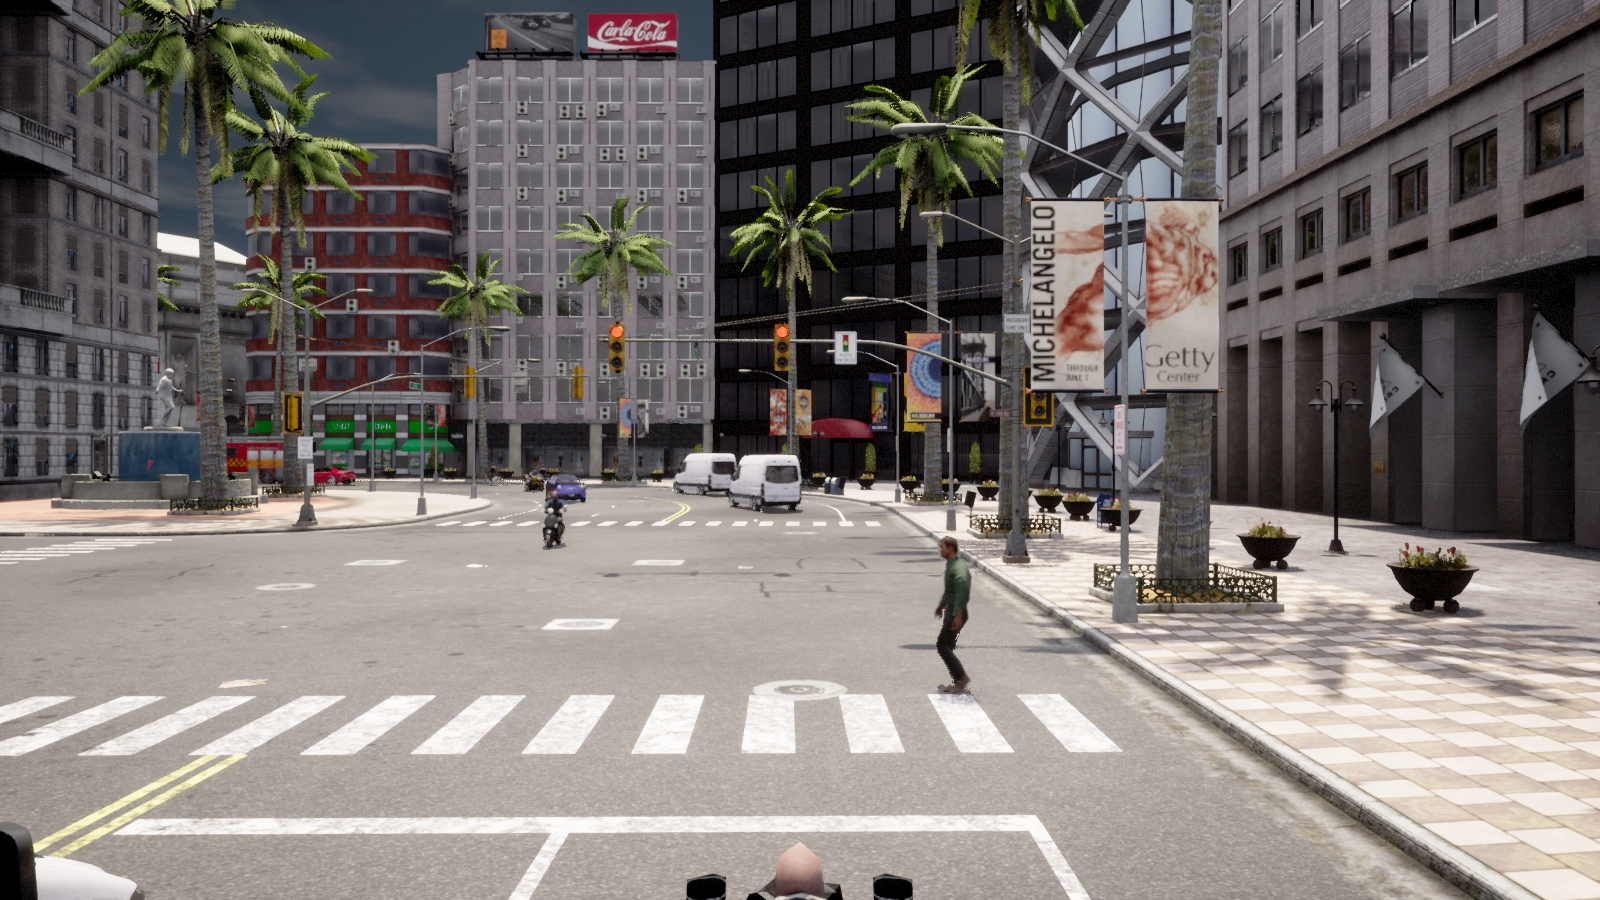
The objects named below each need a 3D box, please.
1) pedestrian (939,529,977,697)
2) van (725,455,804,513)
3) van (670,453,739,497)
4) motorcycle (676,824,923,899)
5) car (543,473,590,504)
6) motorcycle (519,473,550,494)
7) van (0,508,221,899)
[{"bbox_3d":[1.794,1.843,13.004,0.375,1.860,0.375,0,0,0],"label":"pedestrian"},{"bbox_3d":[-1.763,1.513,53.897,1.988,2.561,5.915,0,0,-19],"label":"van"},{"bbox_3d":[-5.992,1.506,71.125,1.988,2.561,5.915,1,0,-29],"label":"van"},{"bbox_3d":[-0.001,2.203,3.717,0.867,1.251,2.209,0,0,0],"label":"motorcycle"},{"bbox_3d":[-12.390,2.014,60.469,1.845,1.501,3.633,0,0,-22],"label":"car"},{"bbox_3d":[-17.335,2.176,74.626,2.209,1.251,0.867,0,0,43],"label":"motorcycle"},{"bbox_3d":[-3.507,1.533,1.998,1.988,2.561,5.915,0,0,0],"label":"van"}]
